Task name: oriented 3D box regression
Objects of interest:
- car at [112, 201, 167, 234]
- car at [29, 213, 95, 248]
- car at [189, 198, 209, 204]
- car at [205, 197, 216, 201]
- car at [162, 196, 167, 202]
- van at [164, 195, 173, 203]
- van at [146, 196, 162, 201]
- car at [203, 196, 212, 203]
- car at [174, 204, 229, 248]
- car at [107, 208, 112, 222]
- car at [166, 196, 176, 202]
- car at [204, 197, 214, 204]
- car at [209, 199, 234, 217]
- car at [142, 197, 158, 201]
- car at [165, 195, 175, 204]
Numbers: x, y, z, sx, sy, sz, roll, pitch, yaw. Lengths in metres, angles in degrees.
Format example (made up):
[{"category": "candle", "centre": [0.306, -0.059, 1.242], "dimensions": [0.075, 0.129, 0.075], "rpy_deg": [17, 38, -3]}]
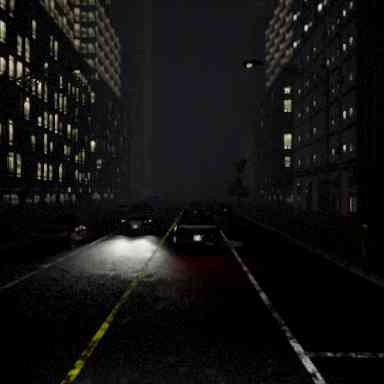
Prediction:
[{"category": "car", "centre": [-2.915, 1.528, 19.645], "dimensions": [2.128, 1.511, 4.902], "rpy_deg": [0, 0, 1]}, {"category": "car", "centre": [-5.555, 1.602, 14.796], "dimensions": [1.802, 1.307, 4.206], "rpy_deg": [0, 0, 1]}, {"category": "car", "centre": [0.388, 1.595, 32.010], "dimensions": [1.812, 1.442, 4.674], "rpy_deg": [0, 0, 0]}, {"category": "car", "centre": [3.218, 1.558, 54.544], "dimensions": [1.967, 1.590, 4.097], "rpy_deg": [0, 0, 1]}, {"category": "car", "centre": [-5.220, 1.669, 48.949], "dimensions": [1.802, 1.307, 4.206], "rpy_deg": [0, 0, 1]}, {"category": "van", "centre": [-4.994, 1.465, 71.717], "dimensions": [1.690, 1.788, 3.998], "rpy_deg": [0, 0, 1]}, {"category": "van", "centre": [-5.274, 1.418, 43.258], "dimensions": [1.690, 1.788, 3.998], "rpy_deg": [0, 0, 1]}, {"category": "car", "centre": [3.386, 1.670, 71.789], "dimensions": [1.752, 1.417, 4.829], "rpy_deg": [0, 0, 1]}, {"category": "car", "centre": [0.232, 1.525, 14.823], "dimensions": [2.128, 1.511, 4.902], "rpy_deg": [0, 0, 1]}, {"category": "car", "centre": [-5.444, 1.594, 26.181], "dimensions": [2.008, 1.369, 4.403], "rpy_deg": [0, 0, 1]}, {"category": "car", "centre": [-4.939, 1.698, 77.409], "dimensions": [1.947, 1.339, 4.313], "rpy_deg": [0, 0, 1]}, {"category": "car", "centre": [3.328, 1.718, 65.927], "dimensions": [1.802, 1.307, 4.206], "rpy_deg": [0, 0, 1]}, {"category": "car", "centre": [2.993, 1.642, 31.778], "dimensions": [1.947, 1.339, 4.313], "rpy_deg": [0, 0, 1]}, {"category": "car", "centre": [-5.331, 1.611, 37.565], "dimensions": [1.887, 1.381, 4.507], "rpy_deg": [0, 0, 1]}, {"category": "car", "centre": [-5.051, 1.555, 66.024], "dimensions": [1.967, 1.590, 4.097], "rpy_deg": [0, 0, 1]}]
